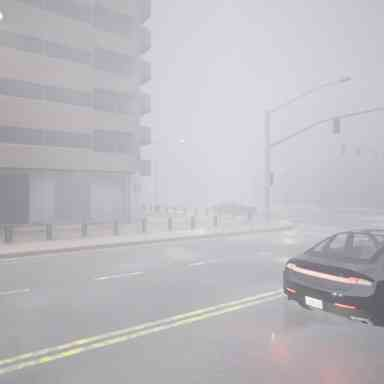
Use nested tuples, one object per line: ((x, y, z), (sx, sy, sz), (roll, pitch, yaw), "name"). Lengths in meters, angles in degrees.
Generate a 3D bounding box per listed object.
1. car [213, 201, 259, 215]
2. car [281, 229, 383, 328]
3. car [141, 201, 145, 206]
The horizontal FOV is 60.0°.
((4.235, 1.545, 32.539), (1.895, 1.301, 4.718), (0, 0, -35), "car")
((3.876, 1.492, 6.511), (4.902, 1.511, 2.128), (0, 0, -35), "car")
((-9.104, 1.545, 51.790), (1.895, 1.301, 4.718), (0, 0, -34), "car")
